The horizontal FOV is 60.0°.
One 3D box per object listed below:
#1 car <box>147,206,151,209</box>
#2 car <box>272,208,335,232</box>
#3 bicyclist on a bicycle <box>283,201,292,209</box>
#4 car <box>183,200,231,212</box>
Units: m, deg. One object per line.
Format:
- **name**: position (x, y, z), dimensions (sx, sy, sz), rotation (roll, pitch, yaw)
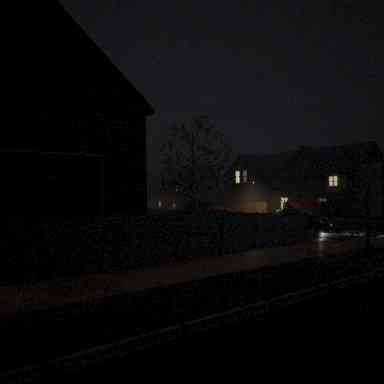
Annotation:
- **car**: position (-7.271, 2.137, 43.136), dimensions (2.150, 2.045, 5.566), rotation (-1, -1, -35)
- **car**: position (7.356, 1.846, 22.712), dimensions (1.812, 1.442, 4.674), rotation (-1, -1, -36)
- **bicyclist on a bicycle**: position (8.838, 1.667, 30.682), dimensions (1.656, 1.620, 0.582), rotation (-1, 0, -36)
- **car**: position (1.330, 1.787, 31.116), dimensions (2.150, 2.045, 5.566), rotation (-1, -1, -36)
